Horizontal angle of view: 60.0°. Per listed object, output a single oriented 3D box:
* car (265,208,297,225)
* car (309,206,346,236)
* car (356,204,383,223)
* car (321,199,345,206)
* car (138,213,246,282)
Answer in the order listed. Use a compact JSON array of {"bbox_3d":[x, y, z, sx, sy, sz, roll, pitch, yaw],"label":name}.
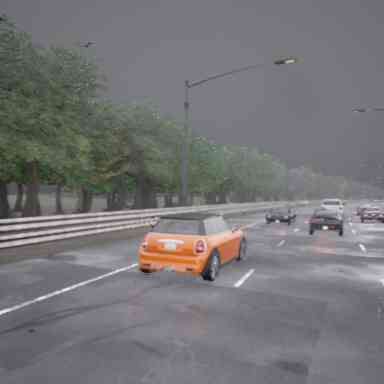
[{"bbox_3d":[7.380,1.945,27.180,1.895,1.301,4.718,1,0,24],"label":"car"},{"bbox_3d":[8.404,1.815,20.774,1.837,1.490,4.892,1,-1,23],"label":"car"},{"bbox_3d":[16.873,2.101,31.275,2.033,1.411,5.357,1,-1,25],"label":"car"},{"bbox_3d":[14.891,1.775,35.272,2.150,2.045,5.566,1,0,25],"label":"car"},{"bbox_3d":[0.250,1.436,10.424,2.097,1.767,4.553,1,-1,22],"label":"car"}]
